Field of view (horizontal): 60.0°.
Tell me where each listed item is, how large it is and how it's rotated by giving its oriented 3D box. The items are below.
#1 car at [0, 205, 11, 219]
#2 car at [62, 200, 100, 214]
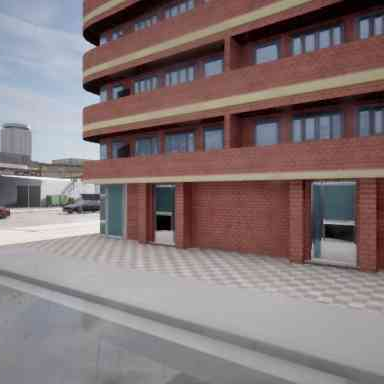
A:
[{"bbox_3d":[-17.076,1.564,26.926,1.994,1.385,4.181,0,0,34],"label":"car"},{"bbox_3d":[-11.123,1.548,35.588,2.033,1.411,5.357,0,0,34],"label":"car"}]
